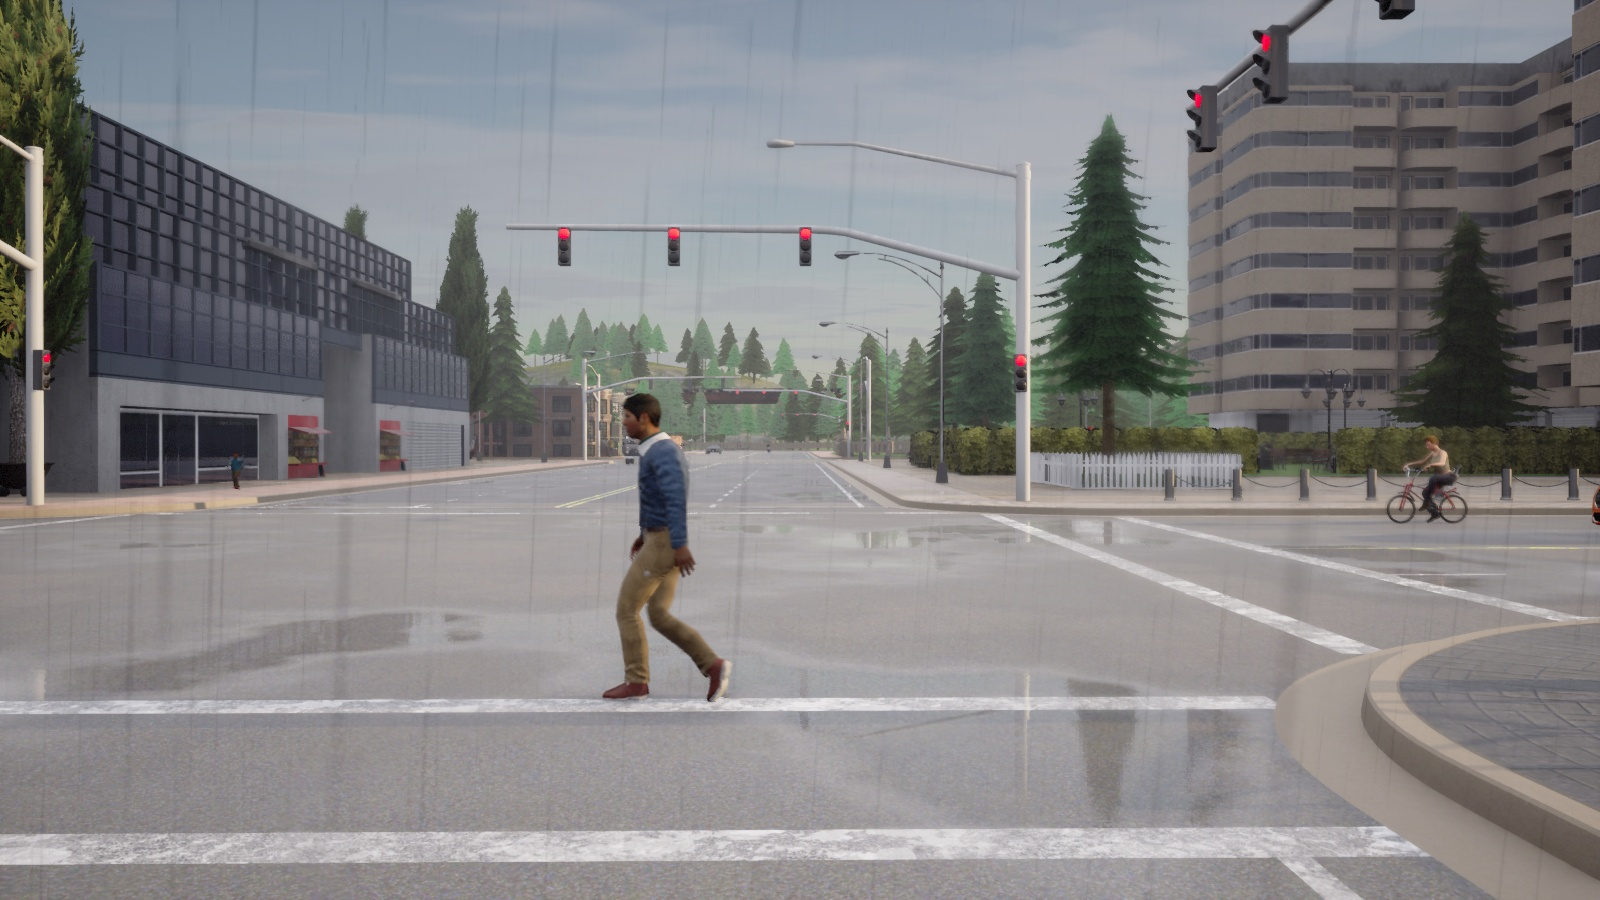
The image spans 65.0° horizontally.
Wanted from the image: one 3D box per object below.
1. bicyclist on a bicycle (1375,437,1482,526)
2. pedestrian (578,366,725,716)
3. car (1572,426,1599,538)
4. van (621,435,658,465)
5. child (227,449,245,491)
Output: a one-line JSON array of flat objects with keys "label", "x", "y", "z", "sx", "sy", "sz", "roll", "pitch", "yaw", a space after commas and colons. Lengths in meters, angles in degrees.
[{"label": "bicyclist on a bicycle", "x": 11.464, "y": 0.563, "z": 22.946, "sx": 1.509, "sy": 1.612, "sz": 0.866, "roll": 0, "pitch": 0, "yaw": 0}, {"label": "pedestrian", "x": -0.839, "y": 0.506, "z": 7.209, "sx": 0.788, "sy": 1.949, "sz": 0.423, "roll": 0, "pitch": 0, "yaw": 1}, {"label": "car", "x": 14.889, "y": 0.507, "z": 19.479, "sx": 4.553, "sy": 1.767, "sz": 2.097, "roll": 0, "pitch": 0, "yaw": 0}, {"label": "van", "x": -11.142, "y": -0.032, "z": 87.414, "sx": 2.069, "sy": 2.038, "sz": 4.480, "roll": 0, "pitch": 0, "yaw": 0}, {"label": "child", "x": -15.984, "y": 0.571, "z": 35.596, "sx": 0.343, "sy": 1.192, "sz": 0.448, "roll": 0, "pitch": 0, "yaw": -3}]
